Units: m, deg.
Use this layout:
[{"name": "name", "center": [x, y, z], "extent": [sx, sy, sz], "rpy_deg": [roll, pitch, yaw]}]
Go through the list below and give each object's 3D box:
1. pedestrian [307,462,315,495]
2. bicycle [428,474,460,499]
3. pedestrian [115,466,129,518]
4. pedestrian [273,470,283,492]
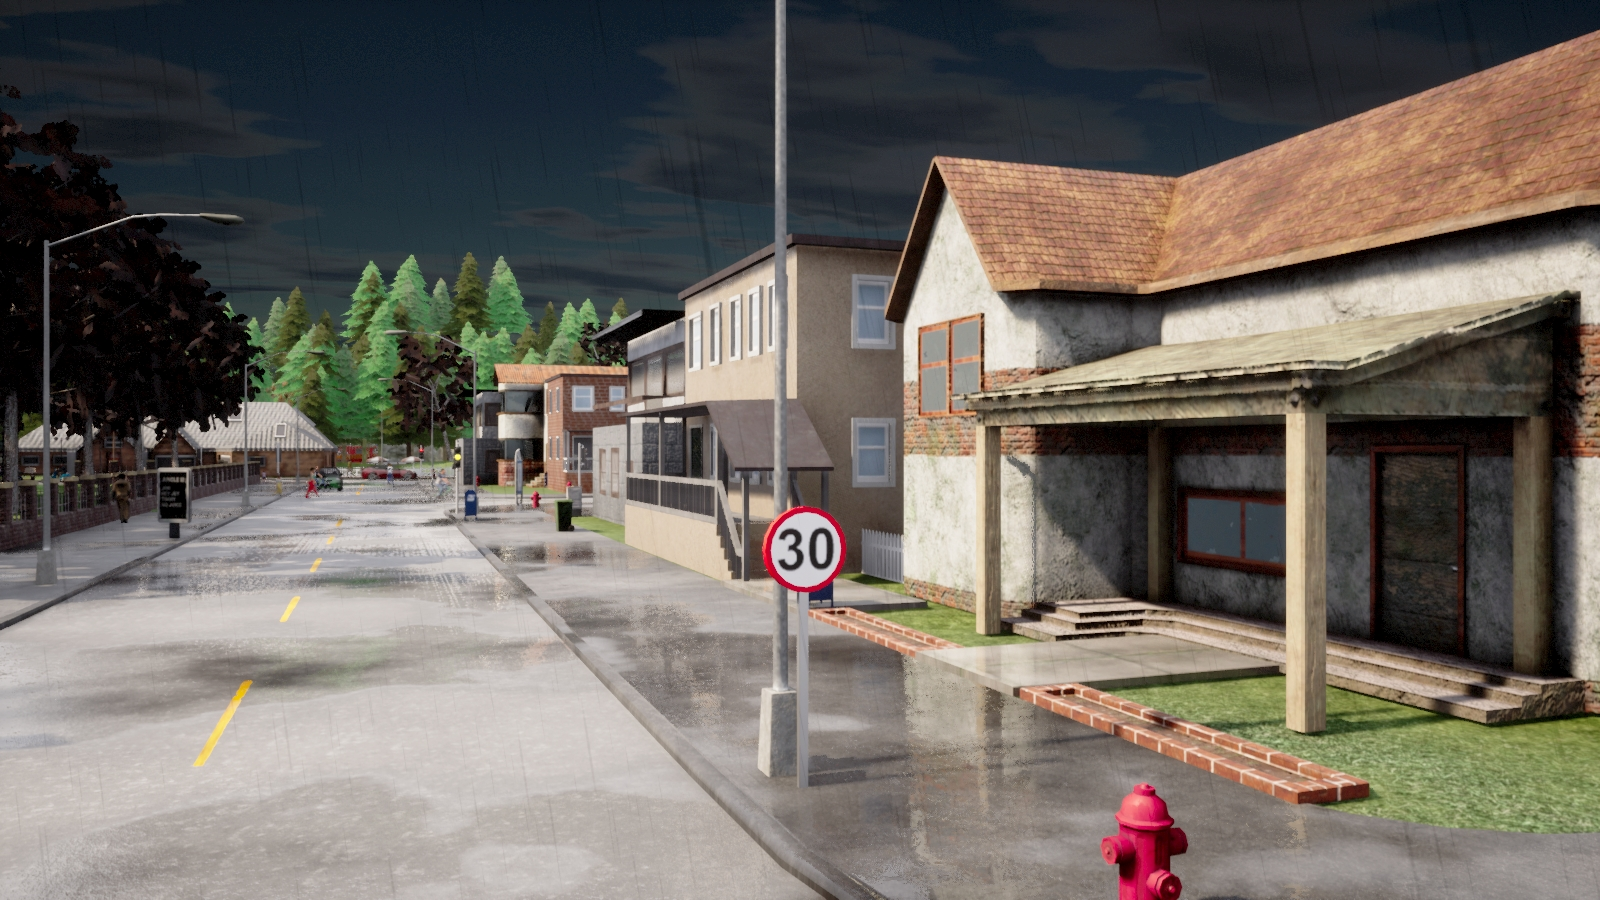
[{"name": "pedestrian", "center": [-27.731, 1.628, 64.789], "extent": [0.375, 1.860, 0.375], "rpy_deg": [0, 0, -33]}, {"name": "bicycle", "center": [-18.920, 1.936, 60.703], "extent": [1.643, 1.296, 0.373], "rpy_deg": [0, -2, 12]}, {"name": "pedestrian", "center": [-24.584, 1.524, 41.437], "extent": [0.375, 1.860, 0.375], "rpy_deg": [0, 0, -20]}, {"name": "pedestrian", "center": [-30.631, 1.804, 67.008], "extent": [0.375, 1.300, 0.375], "rpy_deg": [0, 0, 9]}]
